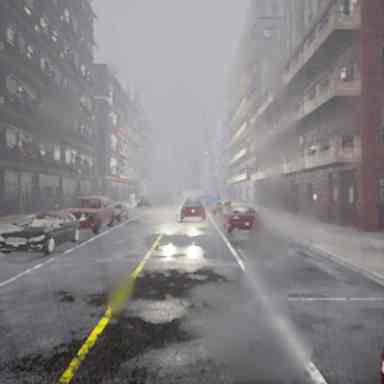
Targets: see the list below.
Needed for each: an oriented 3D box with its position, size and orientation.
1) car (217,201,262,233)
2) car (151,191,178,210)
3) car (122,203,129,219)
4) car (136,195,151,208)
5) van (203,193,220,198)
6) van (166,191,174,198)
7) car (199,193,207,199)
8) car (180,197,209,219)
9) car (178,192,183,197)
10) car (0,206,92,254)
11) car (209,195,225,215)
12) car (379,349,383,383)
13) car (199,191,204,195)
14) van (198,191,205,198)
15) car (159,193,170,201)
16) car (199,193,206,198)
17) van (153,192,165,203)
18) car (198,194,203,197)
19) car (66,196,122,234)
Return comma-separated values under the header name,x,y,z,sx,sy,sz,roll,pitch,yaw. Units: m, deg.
name,x,y,z,sx,sy,sz,roll,pitch,yaw
car,2.696,1.412,18.508,1.887,1.381,4.507,1,0,0
car,-3.104,1.076,37.985,2.097,1.767,4.553,0,1,0
car,-5.686,1.408,24.244,1.802,1.307,4.206,1,0,0
car,-5.687,1.142,41.256,1.967,1.590,4.097,1,0,0
van,2.661,1.043,41.188,1.690,1.788,3.998,1,0,0
van,-5.698,0.701,86.621,1.690,1.788,3.998,1,0,0
car,2.647,0.969,80.882,1.947,1.339,4.313,1,0,0
car,0.093,1.371,26.838,1.994,1.385,4.181,0,0,0
car,-3.021,0.587,78.585,1.882,1.535,5.008,0,0,0
car,-5.682,1.459,12.902,2.008,1.369,4.403,1,0,0
car,2.683,1.309,30.018,1.752,1.417,4.829,1,0,0
car,2.701,1.534,1.496,1.887,1.381,4.507,1,0,0
car,2.650,0.887,75.210,1.967,1.590,4.097,1,0,0
van,2.648,0.658,92.221,1.690,1.788,3.998,1,0,0
car,-5.697,1.034,69.611,1.887,1.381,4.507,1,0,0
car,2.646,0.884,86.722,1.752,1.417,4.829,1,0,0
van,-5.690,0.916,58.268,1.690,1.788,3.998,1,0,0
car,0.082,1.296,42.159,1.895,1.301,4.718,0,0,0
car,-5.680,1.182,18.571,2.192,1.841,5.009,1,0,0
